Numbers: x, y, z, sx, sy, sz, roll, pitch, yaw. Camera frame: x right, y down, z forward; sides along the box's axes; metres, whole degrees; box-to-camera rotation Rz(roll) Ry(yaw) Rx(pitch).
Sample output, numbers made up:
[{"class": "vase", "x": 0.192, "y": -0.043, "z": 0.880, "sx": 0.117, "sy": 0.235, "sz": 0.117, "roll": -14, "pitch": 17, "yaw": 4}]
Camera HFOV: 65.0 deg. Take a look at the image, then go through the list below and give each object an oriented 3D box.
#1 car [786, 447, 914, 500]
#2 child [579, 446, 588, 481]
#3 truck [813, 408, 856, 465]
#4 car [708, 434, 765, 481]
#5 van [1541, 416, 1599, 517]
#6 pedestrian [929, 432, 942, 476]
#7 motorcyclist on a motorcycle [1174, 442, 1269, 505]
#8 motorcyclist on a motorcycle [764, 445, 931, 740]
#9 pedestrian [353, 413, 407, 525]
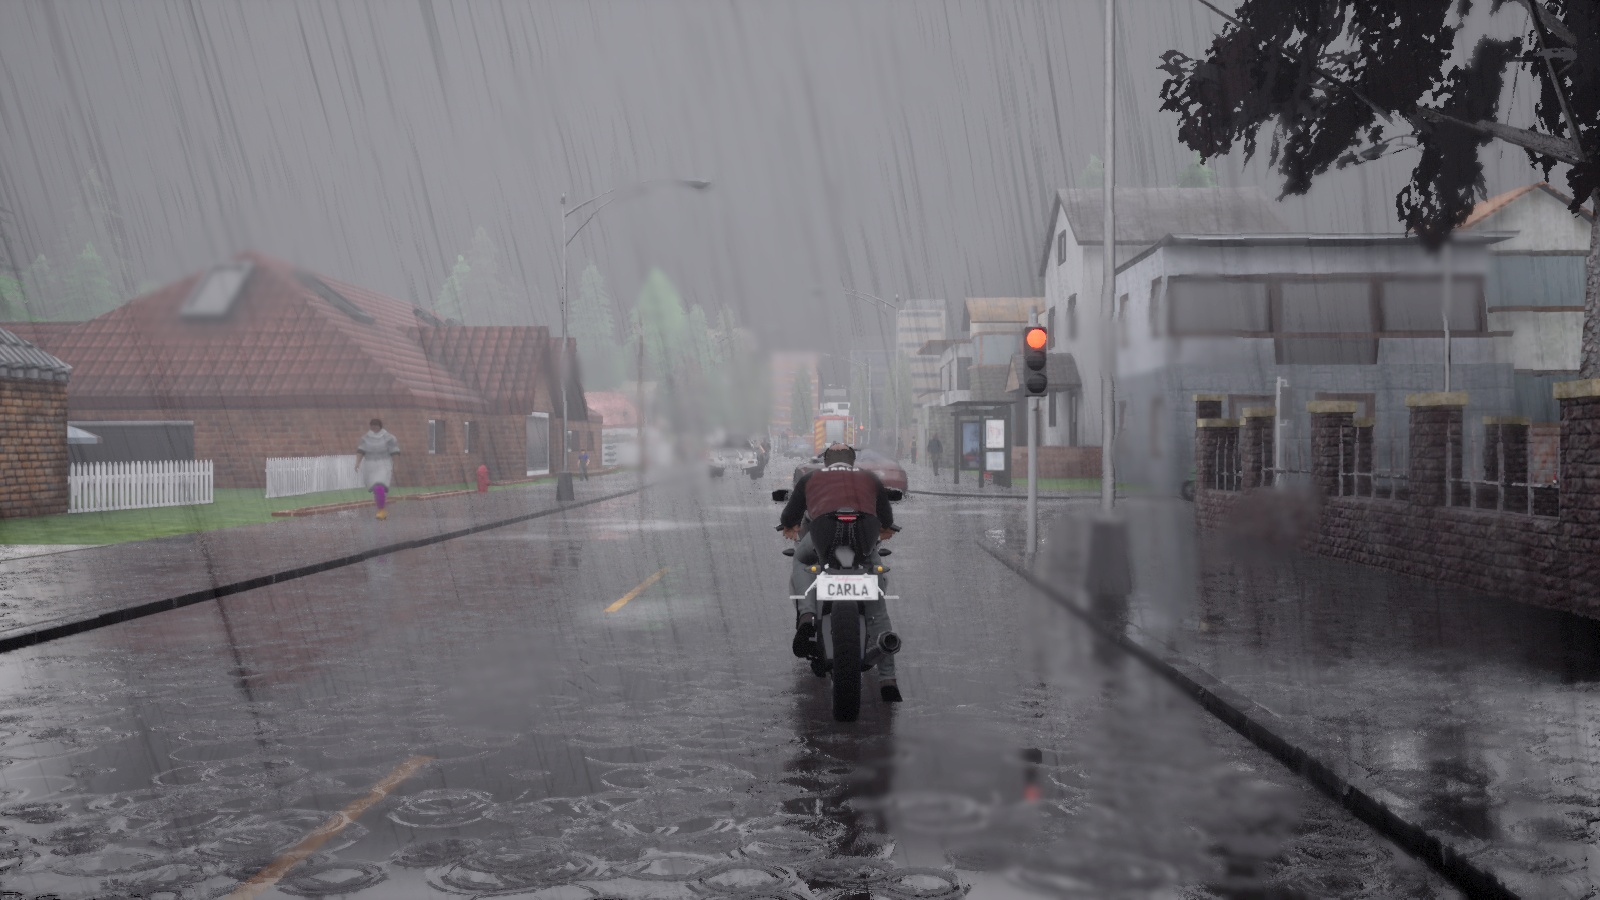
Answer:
[{"class": "car", "x": 1.325, "y": 0.613, "z": 35.153, "sx": 1.994, "sy": 1.385, "sz": 4.181, "roll": 0, "pitch": 0, "yaw": -23}, {"class": "child", "x": -7.869, "y": 0.472, "z": 45.638, "sx": 0.270, "sy": 1.263, "sz": 0.437, "roll": 0, "pitch": 0, "yaw": 1}, {"class": "truck", "x": 2.443, "y": -0.918, "z": 88.847, "sx": 2.891, "sy": 3.827, "sz": 8.468, "roll": 0, "pitch": 0, "yaw": 1}, {"class": "car", "x": -2.569, "y": 0.268, "z": 52.005, "sx": 1.932, "sy": 1.855, "sz": 4.605, "roll": 0, "pitch": 0, "yaw": 2}, {"class": "van", "x": 18.371, "y": 0.336, "z": 26.301, "sx": 4.480, "sy": 2.038, "sz": 2.069, "roll": 0, "pitch": 0, "yaw": -1}, {"class": "pedestrian", "x": 5.649, "y": 0.165, "z": 52.415, "sx": 0.402, "sy": 1.842, "sz": 0.726, "roll": 0, "pitch": 0, "yaw": 17}, {"class": "motorcyclist on a motorcycle", "x": 10.251, "y": 0.564, "z": 30.608, "sx": 2.044, "sy": 1.523, "sz": 0.797, "roll": 0, "pitch": 0, "yaw": 2}, {"class": "motorcyclist on a motorcycle", "x": 0.244, "y": 0.739, "z": 7.623, "sx": 0.866, "sy": 1.530, "sz": 2.191, "roll": 0, "pitch": 0, "yaw": 0}, {"class": "pedestrian", "x": -7.446, "y": 0.324, "z": 22.283, "sx": 0.659, "sy": 1.952, "sz": 0.873, "roll": 0, "pitch": 0, "yaw": 1}]
